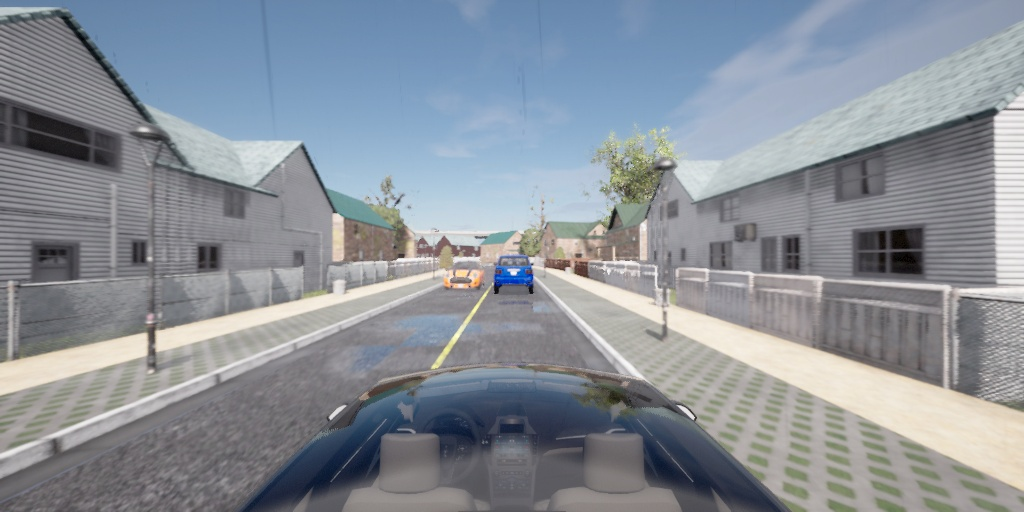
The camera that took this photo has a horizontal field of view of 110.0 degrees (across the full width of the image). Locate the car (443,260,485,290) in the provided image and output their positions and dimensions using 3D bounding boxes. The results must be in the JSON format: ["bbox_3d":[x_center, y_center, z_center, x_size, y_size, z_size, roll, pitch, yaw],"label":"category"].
[{"bbox_3d":[-2.835,1.075,22.080,2.097,1.767,4.553,0,0,0],"label":"car"}]

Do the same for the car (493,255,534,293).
[{"bbox_3d":[0.113,0.947,20.719,2.150,2.045,5.566,0,0,1],"label":"car"}]
